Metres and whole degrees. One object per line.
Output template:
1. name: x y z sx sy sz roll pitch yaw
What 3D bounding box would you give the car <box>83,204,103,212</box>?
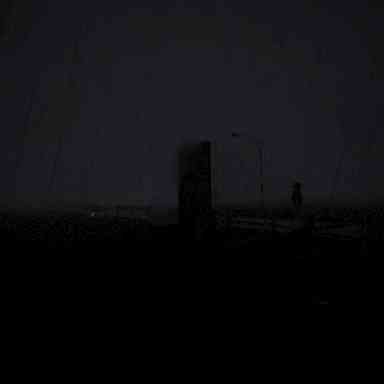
1. car: -15.558 2.476 52.333 1.895 1.301 4.718 -2 0 -35
